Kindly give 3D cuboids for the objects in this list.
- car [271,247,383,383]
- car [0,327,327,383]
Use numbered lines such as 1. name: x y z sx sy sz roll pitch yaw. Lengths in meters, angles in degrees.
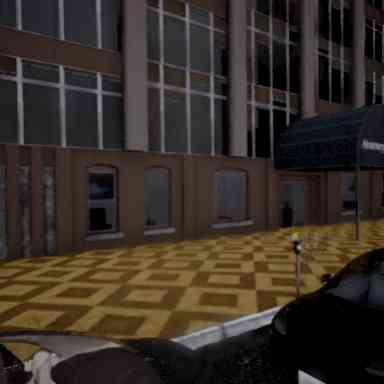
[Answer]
1. car: 2.977 1.504 4.500 4.313 1.339 1.947 -1 0 -35
2. car: -1.704 1.535 1.276 4.403 1.369 2.008 -1 0 -35
